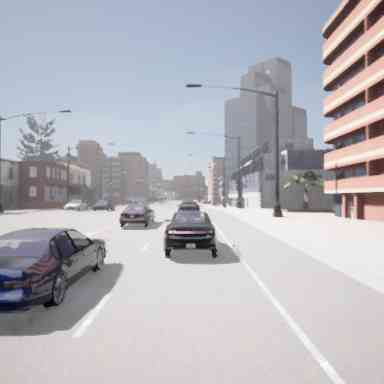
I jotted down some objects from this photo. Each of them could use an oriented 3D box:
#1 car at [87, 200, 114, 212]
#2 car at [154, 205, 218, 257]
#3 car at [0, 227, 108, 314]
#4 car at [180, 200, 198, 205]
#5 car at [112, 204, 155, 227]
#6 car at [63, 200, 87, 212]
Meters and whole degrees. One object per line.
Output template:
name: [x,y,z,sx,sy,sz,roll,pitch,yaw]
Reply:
car: [-11.069,1.739,41.960,2.033,1.411,5.357,0,-1,-1]
car: [-0.055,1.483,12.897,2.128,1.511,4.902,0,0,0]
car: [-3.517,1.559,7.922,2.033,1.411,5.357,0,0,0]
car: [-0.232,1.485,28.285,1.837,1.490,4.892,0,0,0]
car: [-3.694,1.546,22.927,2.033,1.411,5.357,0,0,0]
car: [-14.566,1.734,41.947,1.812,1.442,4.674,0,-1,0]
